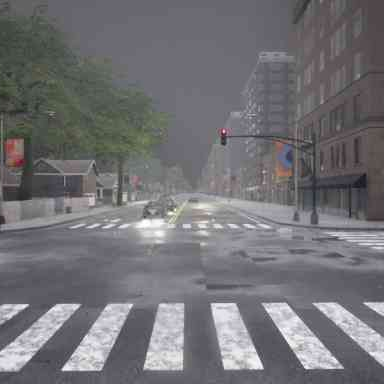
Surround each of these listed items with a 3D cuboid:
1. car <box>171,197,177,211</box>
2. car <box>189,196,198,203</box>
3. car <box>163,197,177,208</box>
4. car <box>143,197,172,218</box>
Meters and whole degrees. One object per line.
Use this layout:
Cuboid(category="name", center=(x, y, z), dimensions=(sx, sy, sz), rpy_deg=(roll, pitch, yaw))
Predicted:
Cuboid(category="car", center=(-3.234, 1.372, 39.910), dimensions=(2.097, 1.767, 4.553), rpy_deg=(0, 0, 0))
Cuboid(category="car", center=(0.287, 1.547, 70.300), dimensions=(2.128, 1.511, 4.902), rpy_deg=(0, 0, 0))
Cuboid(category="car", center=(-3.200, 1.555, 49.867), dimensions=(1.812, 1.442, 4.674), rpy_deg=(0, 0, 0))
Cuboid(category="car", center=(-3.263, 1.504, 30.175), dimensions=(2.128, 1.511, 4.902), rpy_deg=(0, 0, 0))
